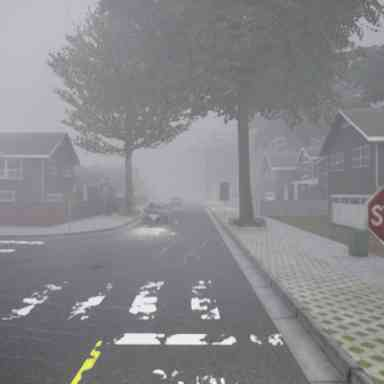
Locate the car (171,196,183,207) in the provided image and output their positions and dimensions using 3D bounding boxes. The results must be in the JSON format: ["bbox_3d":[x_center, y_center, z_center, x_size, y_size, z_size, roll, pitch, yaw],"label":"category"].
[{"bbox_3d":[-2.354,1.455,49.713,1.837,1.490,4.892,0,1,0],"label":"car"}]

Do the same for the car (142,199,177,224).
[{"bbox_3d":[-2.563,1.521,24.982,2.128,1.511,4.902,0,0,1],"label":"car"}]
